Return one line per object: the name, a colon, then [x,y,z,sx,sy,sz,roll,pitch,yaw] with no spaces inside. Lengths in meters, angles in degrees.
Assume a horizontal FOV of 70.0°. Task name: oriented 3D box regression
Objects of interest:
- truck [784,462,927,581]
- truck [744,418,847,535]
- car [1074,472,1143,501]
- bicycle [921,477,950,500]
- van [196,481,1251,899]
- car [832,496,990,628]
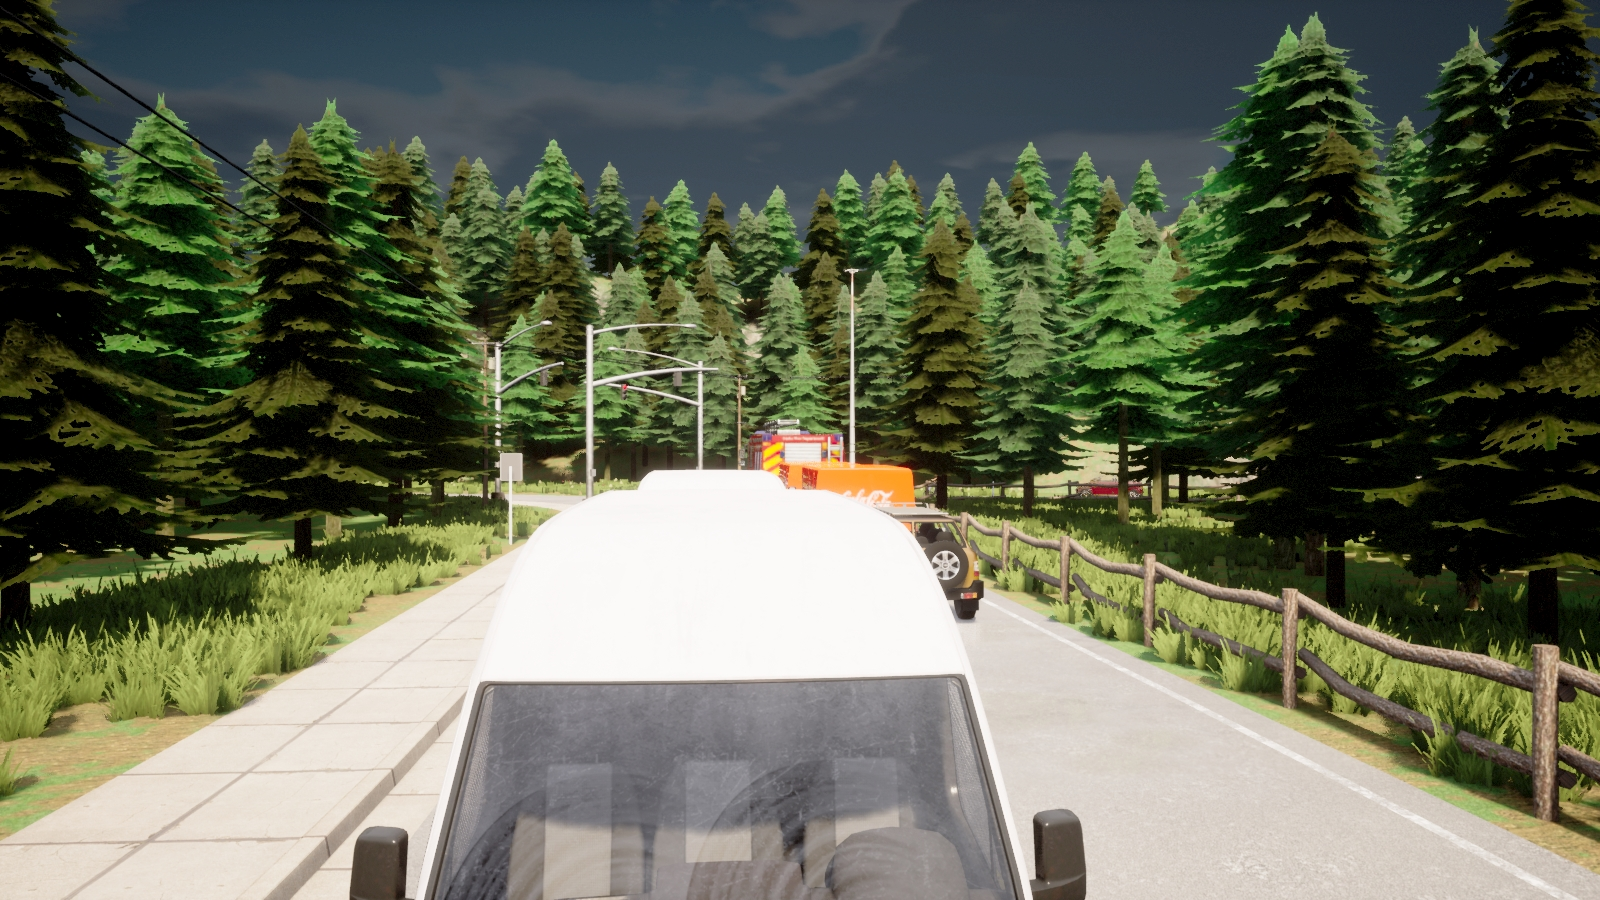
truck: [1.150,1.541,26.876,2.627,2.467,5.204,0,0,-5]
truck: [-0.340,0.864,41.742,2.891,3.827,8.468,0,0,-6]
car: [17.402,2.027,64.386,3.705,1.549,1.789,0,0,17]
bicycle: [7.684,2.158,64.883,1.487,1.276,0.859,0,0,-7]
van: [-0.341,1.499,5.107,1.988,2.561,5.915,0,0,-5]
car: [1.801,1.837,20.146,1.932,1.855,4.605,0,0,-5]
